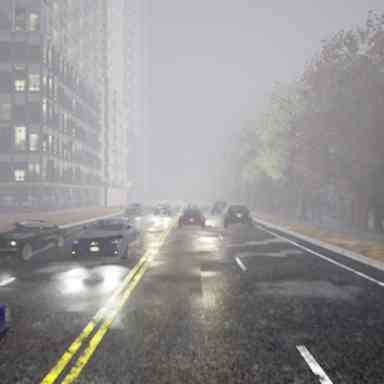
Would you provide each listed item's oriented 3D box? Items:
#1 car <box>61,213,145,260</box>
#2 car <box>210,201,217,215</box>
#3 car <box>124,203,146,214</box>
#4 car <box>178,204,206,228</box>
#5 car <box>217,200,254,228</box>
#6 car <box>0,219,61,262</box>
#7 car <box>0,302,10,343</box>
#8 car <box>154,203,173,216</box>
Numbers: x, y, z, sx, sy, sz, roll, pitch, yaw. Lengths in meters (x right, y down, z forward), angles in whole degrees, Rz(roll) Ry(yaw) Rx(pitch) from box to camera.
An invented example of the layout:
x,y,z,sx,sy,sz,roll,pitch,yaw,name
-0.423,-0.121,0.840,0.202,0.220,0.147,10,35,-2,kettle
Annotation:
x,y,z,sx,sy,sz,roll,pitch,yaw,name
-3.256,1.737,13.109,1.994,1.385,4.181,0,-1,0,car
3.299,1.878,41.243,2.097,1.767,4.553,0,-1,0,car
-6.526,2.001,38.493,1.837,1.490,4.892,0,-1,0,car
0.007,1.889,24.976,1.994,1.385,4.181,0,-1,1,car
3.261,1.677,25.026,2.097,1.767,4.553,0,-1,0,car
-6.505,1.771,12.910,1.895,1.301,4.718,0,-1,0,car
-3.318,1.630,2.108,1.895,1.301,4.718,0,-1,0,car
-3.276,1.985,38.494,2.128,1.511,4.902,0,-1,0,car
